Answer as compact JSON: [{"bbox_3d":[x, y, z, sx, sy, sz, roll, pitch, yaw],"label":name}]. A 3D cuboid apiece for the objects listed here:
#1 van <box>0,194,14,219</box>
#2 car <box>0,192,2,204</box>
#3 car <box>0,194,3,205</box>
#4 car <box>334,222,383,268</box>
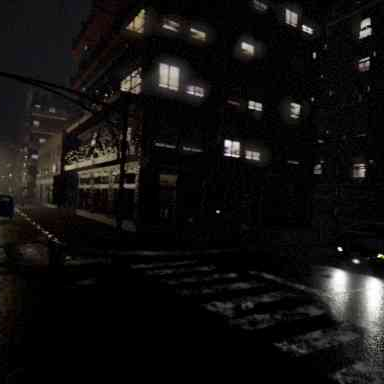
[{"bbox_3d":[-14.495,1.068,25.231,1.690,1.788,3.998,4,-1,-31],"label":"van"},{"bbox_3d":[-29.473,0.811,49.510,1.967,1.590,4.097,4,-1,-31],"label":"car"},{"bbox_3d":[-26.658,0.963,44.890,1.752,1.417,4.829,4,-1,-31],"label":"car"},{"bbox_3d":[7.703,2.011,12.378,5.357,1.411,2.033,3,-1,-31],"label":"car"}]
